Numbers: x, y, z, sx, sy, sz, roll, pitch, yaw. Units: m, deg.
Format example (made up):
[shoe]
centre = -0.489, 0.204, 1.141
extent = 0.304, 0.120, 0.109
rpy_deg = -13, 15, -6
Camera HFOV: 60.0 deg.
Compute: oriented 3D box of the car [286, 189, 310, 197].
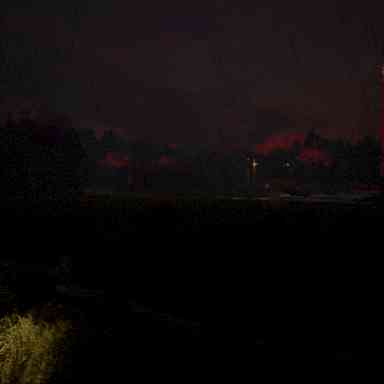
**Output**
[car]
centre = 24.964, 0.337, 77.289
extent = 4.611, 1.667, 2.242
rpy_deg = 1, 1, 33
